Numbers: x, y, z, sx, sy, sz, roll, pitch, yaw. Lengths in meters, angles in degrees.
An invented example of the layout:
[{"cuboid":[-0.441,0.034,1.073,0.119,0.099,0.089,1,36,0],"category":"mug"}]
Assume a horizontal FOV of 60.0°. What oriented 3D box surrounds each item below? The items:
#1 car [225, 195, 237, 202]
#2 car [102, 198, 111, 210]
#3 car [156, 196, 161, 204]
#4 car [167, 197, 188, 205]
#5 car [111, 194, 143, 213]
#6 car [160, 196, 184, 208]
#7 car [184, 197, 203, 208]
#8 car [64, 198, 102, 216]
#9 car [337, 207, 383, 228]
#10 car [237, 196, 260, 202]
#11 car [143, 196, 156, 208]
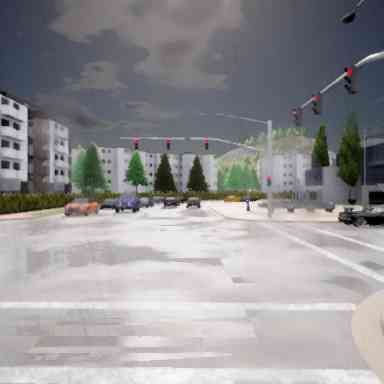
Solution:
[{"cuboid":[9.301,1.466,73.043,5.008,1.535,1.882,0,0,-43],"category":"car"},{"cuboid":[-10.589,1.540,43.503,2.033,1.411,5.357,0,0,1],"category":"car"},{"cuboid":[-6.370,1.515,62.442,1.812,1.442,4.674,0,0,24],"category":"car"},{"cuboid":[-2.716,1.591,62.025,1.895,1.301,4.718,0,0,26],"category":"car"},{"cuboid":[-7.160,1.215,37.391,2.150,2.045,5.566,0,0,-3],"category":"car"},{"cuboid":[-2.867,1.469,49.211,1.882,1.535,5.008,0,0,8],"category":"car"},{"cuboid":[0.422,1.497,47.742,1.837,1.490,4.892,-1,0,7],"category":"car"},{"cuboid":[-10.580,1.347,32.090,2.097,1.767,4.553,0,0,1],"category":"car"},{"cuboid":[11.996,1.597,21.370,4.718,1.301,1.895,0,0,2],"category":"car"},{"cuboid":[12.625,1.513,71.385,4.902,1.511,2.128,0,0,-43],"category":"car"},{"cuboid":[-6.759,1.518,47.017,1.812,1.442,4.674,0,0,5],"category":"car"}]
